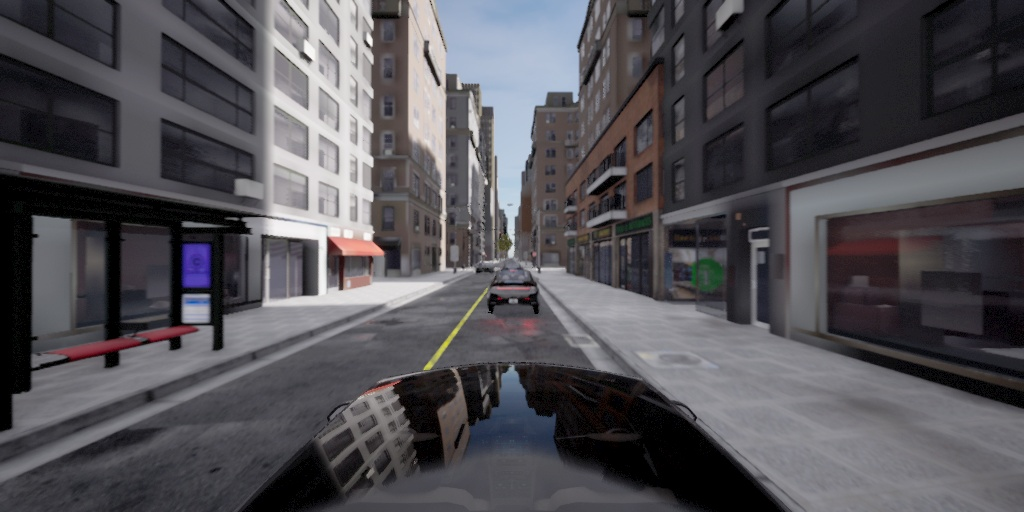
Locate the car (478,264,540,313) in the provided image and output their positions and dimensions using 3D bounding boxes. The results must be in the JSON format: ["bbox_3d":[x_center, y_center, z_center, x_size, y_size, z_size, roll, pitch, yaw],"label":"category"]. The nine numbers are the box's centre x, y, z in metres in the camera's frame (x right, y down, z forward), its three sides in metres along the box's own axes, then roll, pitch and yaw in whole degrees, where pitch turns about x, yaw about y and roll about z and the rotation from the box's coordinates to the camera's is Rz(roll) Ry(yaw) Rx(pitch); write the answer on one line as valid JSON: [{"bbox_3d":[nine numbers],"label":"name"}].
[{"bbox_3d":[0.060,1.262,14.140,2.128,1.511,4.902,0,0,0],"label":"car"}]

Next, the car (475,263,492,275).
[{"bbox_3d":[-3.092,1.424,41.023,1.895,1.301,4.718,0,0,0],"label":"car"}]
